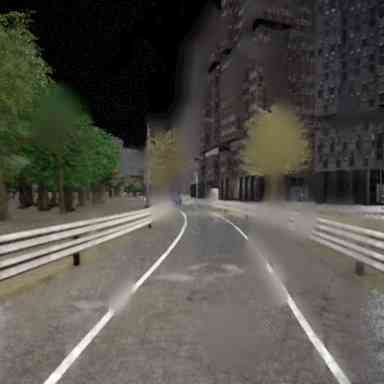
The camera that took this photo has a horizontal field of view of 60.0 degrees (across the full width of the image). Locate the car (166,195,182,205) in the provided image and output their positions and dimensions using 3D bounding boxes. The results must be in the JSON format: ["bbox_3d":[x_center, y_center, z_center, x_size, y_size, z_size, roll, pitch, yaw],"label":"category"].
[{"bbox_3d":[-3.480,1.530,64.561,2.150,2.045,5.566,0,0,-15],"label":"car"}]
